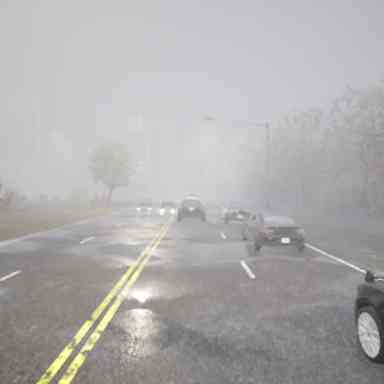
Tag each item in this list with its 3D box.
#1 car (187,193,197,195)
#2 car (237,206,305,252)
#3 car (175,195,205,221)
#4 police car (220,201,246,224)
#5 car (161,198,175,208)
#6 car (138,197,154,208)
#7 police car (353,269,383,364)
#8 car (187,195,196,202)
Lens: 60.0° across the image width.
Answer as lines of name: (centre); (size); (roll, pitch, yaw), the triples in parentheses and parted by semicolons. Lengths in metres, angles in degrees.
car: (0.013, 1.154, 55.673); (2.150, 2.045, 5.566); (0, 0, 0)
car: (3.231, 1.518, 13.798); (1.812, 1.442, 4.674); (0, 0, 0)
car: (-0.049, 1.344, 26.861); (2.097, 1.767, 4.553); (0, 0, 0)
police car: (3.214, 1.493, 24.802); (2.038, 1.542, 4.974); (0, 0, 0)
car: (-3.336, 1.558, 47.237); (1.895, 1.301, 4.718); (0, 0, 0)
car: (-6.578, 1.467, 48.073); (1.837, 1.490, 4.892); (0, 0, 0)
police car: (3.251, 1.414, 2.904); (1.930, 1.638, 5.238); (0, 0, 0)
car: (-0.113, 1.422, 74.390); (2.033, 1.411, 5.357); (0, 0, 0)
